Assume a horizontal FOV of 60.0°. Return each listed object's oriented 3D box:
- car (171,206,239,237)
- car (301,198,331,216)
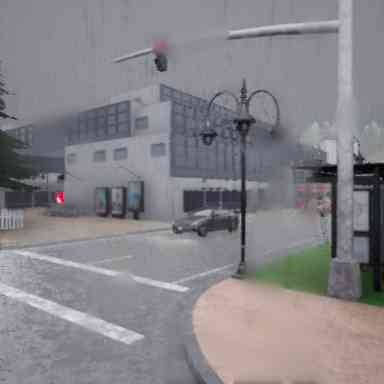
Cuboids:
[{"bbox_3d":[0.874,1.532,18.365,1.812,1.442,4.674,0,0,39],"label":"car"},{"bbox_3d":[12.433,1.355,32.639,2.097,1.767,4.553,0,0,39],"label":"car"}]
